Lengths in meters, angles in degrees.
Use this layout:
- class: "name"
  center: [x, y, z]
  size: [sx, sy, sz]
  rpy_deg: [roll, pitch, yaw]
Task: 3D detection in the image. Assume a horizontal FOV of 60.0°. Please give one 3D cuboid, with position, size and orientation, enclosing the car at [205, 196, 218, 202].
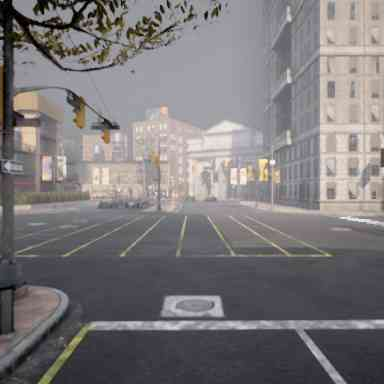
- class: "car"
  center: [4.182, 1.505, 72.600]
  size: [1.994, 1.385, 4.181]
  rpy_deg: [0, 0, 20]

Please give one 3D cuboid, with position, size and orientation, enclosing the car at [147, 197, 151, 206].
- class: "car"
  center: [-8.023, 1.536, 55.682]
  size: [1.837, 1.490, 4.892]
  rpy_deg: [0, 0, 1]

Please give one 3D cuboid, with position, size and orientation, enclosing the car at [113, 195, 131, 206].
- class: "car"
  center: [-11.523, 1.383, 55.009]
  size: [2.097, 1.767, 4.553]
  rpy_deg: [0, 0, 0]

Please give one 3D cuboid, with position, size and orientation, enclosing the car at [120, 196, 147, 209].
- class: "car"
  center: [-8.018, 1.518, 46.305]
  size: [2.128, 1.511, 4.902]
  rpy_deg: [0, 0, 1]

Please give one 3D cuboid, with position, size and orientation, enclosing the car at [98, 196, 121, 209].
- class: "car"
  center: [-11.515, 1.552, 45.992]
  size: [1.812, 1.442, 4.674]
  rpy_deg: [0, 0, 0]

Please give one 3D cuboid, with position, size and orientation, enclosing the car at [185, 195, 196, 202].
- class: "car"
  center: [-0.388, 1.381, 72.572]
  size: [2.128, 1.511, 4.902]
  rpy_deg: [0, 0, -8]
